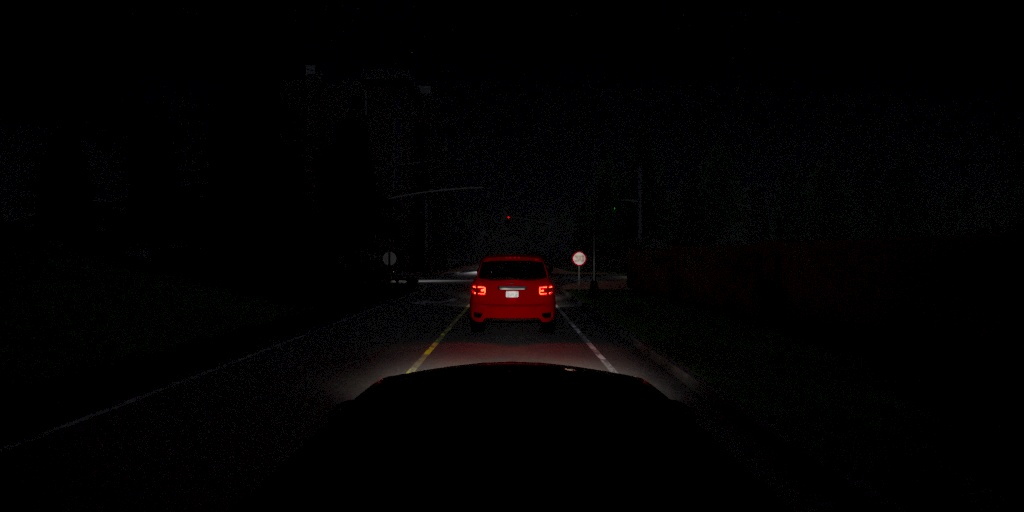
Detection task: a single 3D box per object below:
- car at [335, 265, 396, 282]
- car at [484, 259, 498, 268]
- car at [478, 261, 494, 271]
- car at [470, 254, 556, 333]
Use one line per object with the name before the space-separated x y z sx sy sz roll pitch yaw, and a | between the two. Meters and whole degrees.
car | -11.848 1.366 28.645 4.718 1.301 1.895 0 0 -1
car | -3.491 1.297 60.722 2.033 1.411 5.357 0 0 0
car | -3.529 1.351 50.086 1.895 1.301 4.718 0 0 0
car | 0.055 0.971 10.914 2.150 2.045 5.566 0 0 1
